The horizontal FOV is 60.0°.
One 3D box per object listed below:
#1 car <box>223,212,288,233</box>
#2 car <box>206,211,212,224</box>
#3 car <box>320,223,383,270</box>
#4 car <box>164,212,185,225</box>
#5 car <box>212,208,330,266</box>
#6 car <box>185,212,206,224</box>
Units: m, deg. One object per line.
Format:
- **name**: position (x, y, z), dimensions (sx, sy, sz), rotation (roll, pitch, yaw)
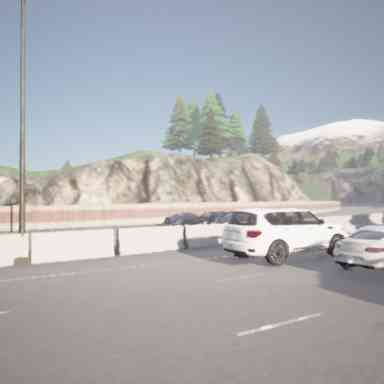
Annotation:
- **car**: position (5.241, 2.424, 27.050), dimensions (5.357, 1.411, 2.033), rotation (0, -2, -34)
- **car**: position (3.903, 2.542, 30.417), dimensions (4.674, 1.442, 1.812), rotation (0, -2, -35)
- **car**: position (6.670, 1.819, 11.090), dimensions (4.674, 1.442, 1.812), rotation (0, -2, -31)
- **car**: position (-0.902, 2.840, 35.600), dimensions (4.181, 1.385, 1.994), rotation (0, -2, -34)
- **car**: position (3.810, 1.644, 13.421), dimensions (5.566, 2.045, 2.150), rotation (0, -2, -31)
- **car**: position (2.140, 2.629, 33.439), dimensions (5.008, 1.535, 1.882), rotation (1, -2, -35)
